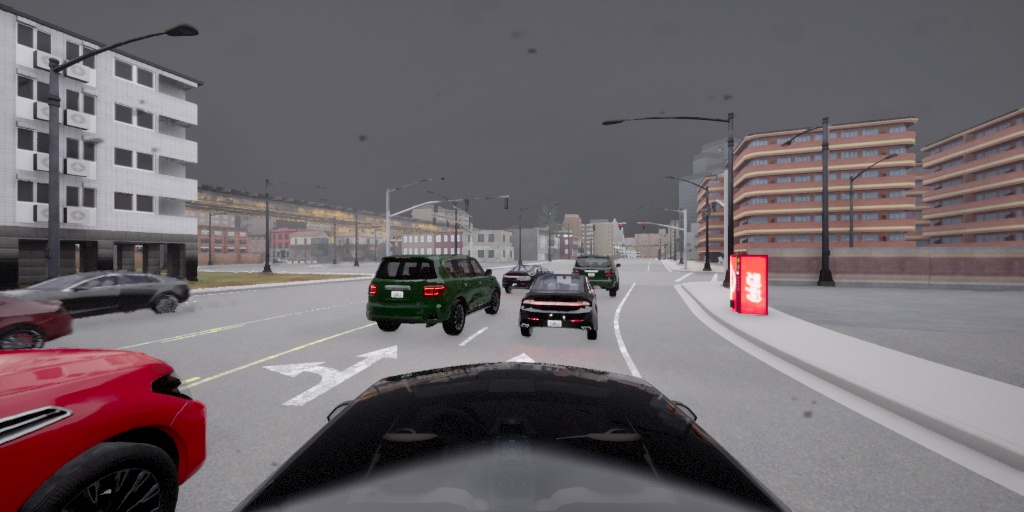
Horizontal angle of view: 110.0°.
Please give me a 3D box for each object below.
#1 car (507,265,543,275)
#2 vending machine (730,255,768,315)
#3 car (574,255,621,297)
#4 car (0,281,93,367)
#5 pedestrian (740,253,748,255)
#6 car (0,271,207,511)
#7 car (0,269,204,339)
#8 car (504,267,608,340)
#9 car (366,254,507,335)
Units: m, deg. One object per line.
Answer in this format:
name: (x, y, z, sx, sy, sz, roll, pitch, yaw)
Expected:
car: (1.124, 1.241, 20.177, 2.128, 1.511, 4.902, 0, 0, 24)
vending machine: (7.821, 0.945, 11.848, 1.100, 2.100, 0.880, 0, 0, 20)
car: (4.572, 0.971, 19.341, 2.150, 2.045, 5.566, 0, 0, 19)
car: (-10.216, 1.276, 5.528, 1.812, 1.442, 4.674, 0, 0, 7)
pedestrian: (8.055, 0.795, 12.467, 0.375, 1.860, 0.375, 0, 0, 21)
car: (-3.264, 0.971, 0.223, 2.150, 2.045, 5.566, 0, 0, -2)
car: (-12.878, 1.241, 10.992, 2.128, 1.511, 4.902, 0, 0, 12)
car: (1.444, 1.241, 10.101, 2.128, 1.511, 4.902, 0, 0, 12)
car: (-1.988, 0.971, 10.814, 2.150, 2.045, 5.566, 0, 0, 14)
